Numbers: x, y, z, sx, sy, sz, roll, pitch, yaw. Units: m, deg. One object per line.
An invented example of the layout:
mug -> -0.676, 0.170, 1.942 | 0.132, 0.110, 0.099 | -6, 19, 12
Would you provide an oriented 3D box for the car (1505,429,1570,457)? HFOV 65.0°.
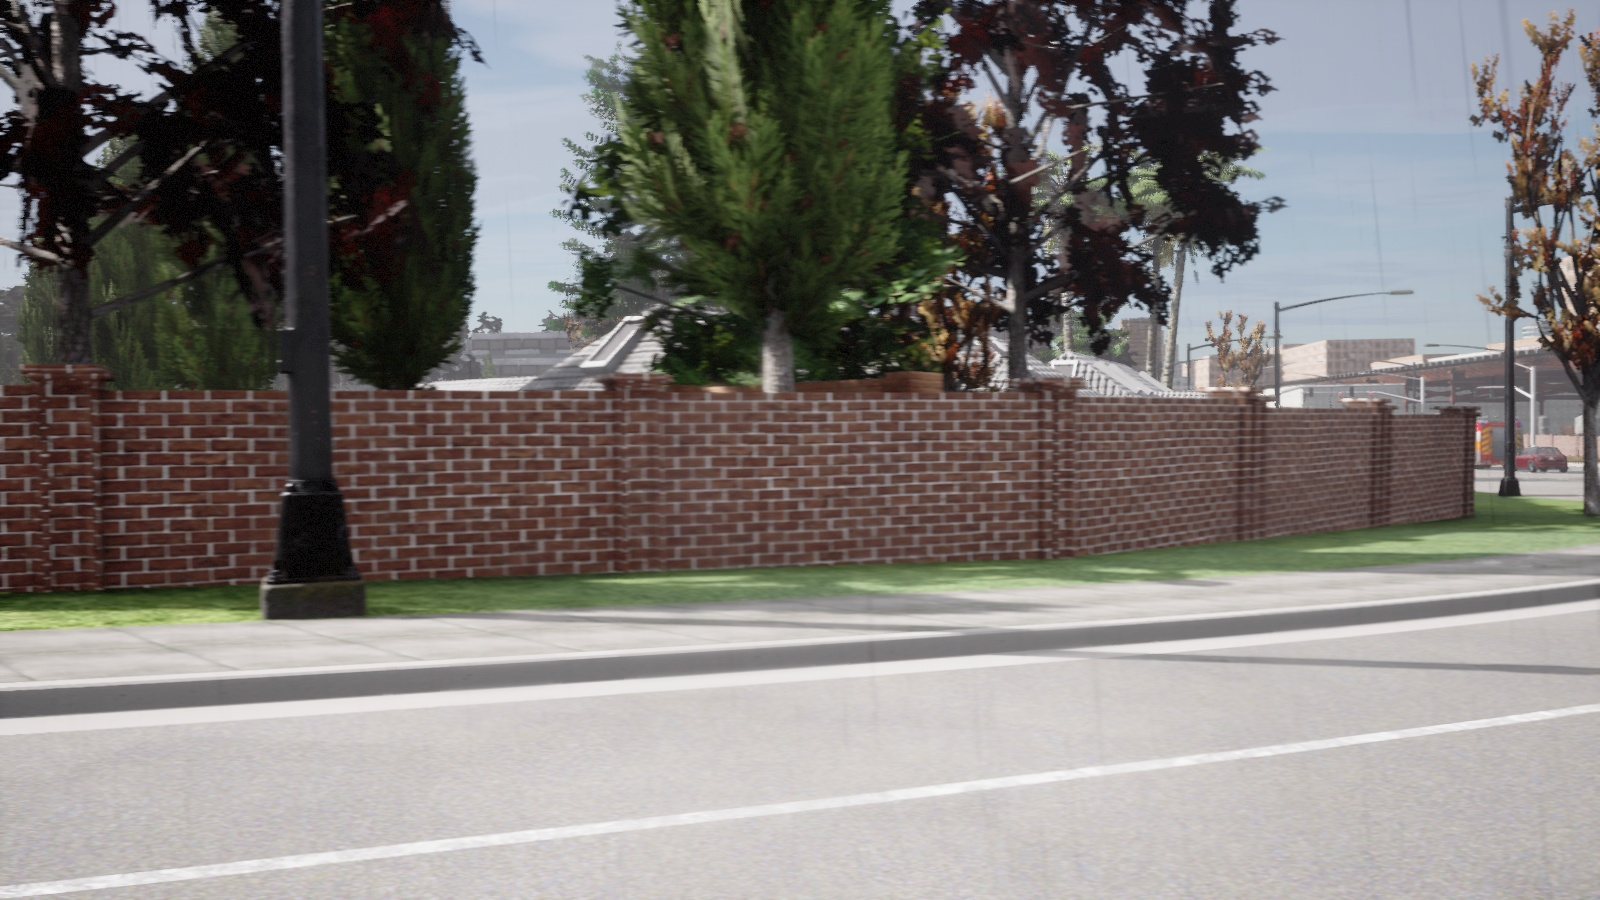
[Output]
car -> 48.158, -0.473, 82.076 | 2.097, 1.767, 4.553 | -2, 0, 9
